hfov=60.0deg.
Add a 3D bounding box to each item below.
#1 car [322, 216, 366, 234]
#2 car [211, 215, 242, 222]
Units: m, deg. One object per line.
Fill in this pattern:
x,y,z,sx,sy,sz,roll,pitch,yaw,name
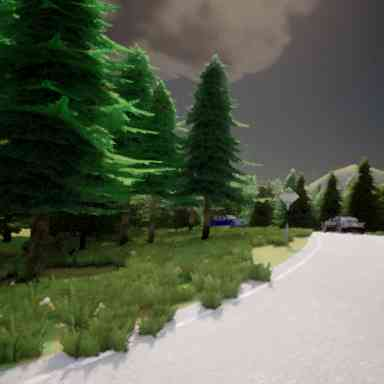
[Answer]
12.406,2.684,27.439,1.994,1.385,4.181,3,-5,-2,car
4.505,3.874,41.691,2.150,2.045,5.566,6,-10,-32,car
